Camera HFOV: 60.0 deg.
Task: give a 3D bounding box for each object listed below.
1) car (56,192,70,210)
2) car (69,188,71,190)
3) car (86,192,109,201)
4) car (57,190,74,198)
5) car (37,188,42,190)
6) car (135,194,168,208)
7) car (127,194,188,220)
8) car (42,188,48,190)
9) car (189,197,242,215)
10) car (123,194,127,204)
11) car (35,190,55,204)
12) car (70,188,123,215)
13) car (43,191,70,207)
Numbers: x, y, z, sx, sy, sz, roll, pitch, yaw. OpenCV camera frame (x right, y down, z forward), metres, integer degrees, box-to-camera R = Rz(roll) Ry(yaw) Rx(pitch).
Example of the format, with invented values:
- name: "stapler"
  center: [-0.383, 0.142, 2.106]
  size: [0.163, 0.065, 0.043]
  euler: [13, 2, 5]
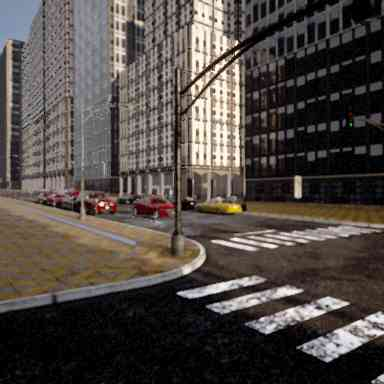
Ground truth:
- name: "car"
  center: [-11.290, 0.988, 32.034]
  size: [1.947, 1.339, 4.313]
  euler: [1, 0, -36]
- name: "car"
  center: [-21.077, 0.189, 59.679]
  size: [2.192, 1.841, 5.009]
  euler: [1, 0, -36]
- name: "car"
  center: [-14.459, 0.649, 50.601]
  size: [1.947, 1.339, 4.313]
  euler: [1, 0, -36]
- name: "car"
  center: [-24.493, 0.291, 64.358]
  size: [1.752, 1.417, 4.829]
  euler: [1, 0, -36]
- name: "car"
  center: [-34.327, -0.102, 77.842]
  size: [1.967, 1.590, 4.097]
  euler: [1, 0, -36]
- name: "car"
  center: [-4.525, 0.979, 36.979]
  size: [1.802, 1.307, 4.206]
  euler: [1, 0, -36]
- name: "car"
  center: [-2.702, 1.099, 24.633]
  size: [1.882, 1.535, 5.008]
  euler: [0, 1, -36]
- name: "car"
  center: [-31.017, 0.106, 73.302]
  size: [1.887, 1.381, 4.507]
  euler: [1, 0, -36]
- name: "car"
  center: [2.068, 1.130, 28.091]
  size: [1.752, 1.417, 4.829]
  euler: [1, 0, -36]
- name: "car"
  center: [-7.837, 0.858, 41.520]
  size: [1.947, 1.339, 4.313]
  euler: [1, 0, -36]
- name: "car"
  center: [-17.912, 0.794, 41.113]
  size: [1.802, 1.307, 4.206]
  euler: [1, 0, -36]
- name: "car"
  center: [-7.973, 0.843, 27.493]
  size: [2.192, 1.841, 5.009]
  euler: [1, 0, -36]
- name: "car"
  center: [-14.600, 0.862, 36.573]
  size: [1.887, 1.381, 4.507]
  euler: [1, 0, -36]
